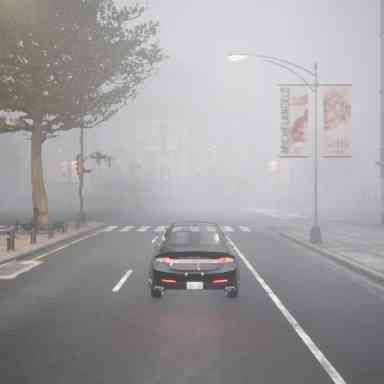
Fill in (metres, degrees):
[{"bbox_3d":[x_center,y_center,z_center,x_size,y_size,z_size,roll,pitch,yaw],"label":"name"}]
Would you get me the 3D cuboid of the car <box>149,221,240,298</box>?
[{"bbox_3d":[0.061,1.491,8.489,2.128,1.511,4.902,0,0,0],"label":"car"}]
